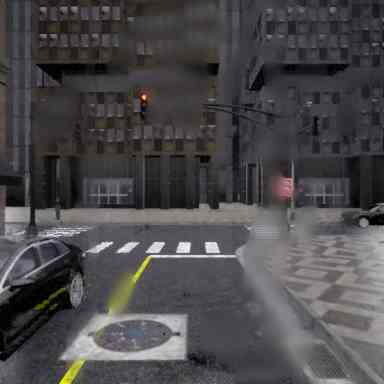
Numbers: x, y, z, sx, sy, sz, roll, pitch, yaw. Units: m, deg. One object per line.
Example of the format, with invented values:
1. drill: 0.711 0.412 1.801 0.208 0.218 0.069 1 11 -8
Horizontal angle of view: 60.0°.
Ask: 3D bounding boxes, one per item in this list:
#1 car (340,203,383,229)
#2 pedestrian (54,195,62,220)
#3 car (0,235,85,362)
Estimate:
1. car: 12.048 1.458 21.074 5.008 1.535 1.882 0 0 1
2. pedestrian: -9.824 1.153 24.365 0.375 1.860 0.375 0 0 1
3. car: -3.107 1.491 4.999 2.128 1.511 4.902 0 0 0
